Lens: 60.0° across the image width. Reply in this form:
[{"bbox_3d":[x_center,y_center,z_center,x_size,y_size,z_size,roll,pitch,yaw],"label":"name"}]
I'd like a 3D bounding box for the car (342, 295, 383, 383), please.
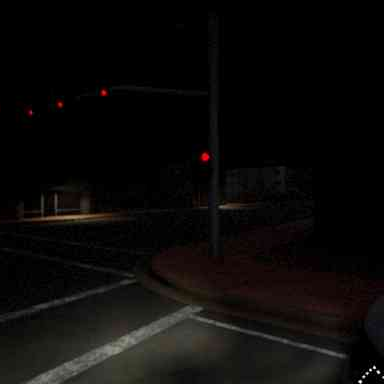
[{"bbox_3d":[3.657,1.214,1.385,5.566,2.045,2.150,0,0,36],"label":"car"}]
